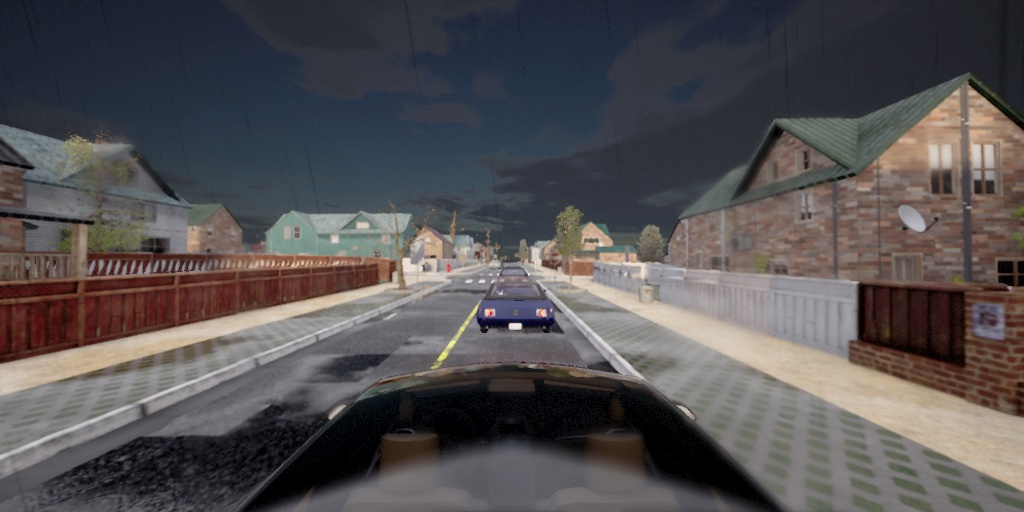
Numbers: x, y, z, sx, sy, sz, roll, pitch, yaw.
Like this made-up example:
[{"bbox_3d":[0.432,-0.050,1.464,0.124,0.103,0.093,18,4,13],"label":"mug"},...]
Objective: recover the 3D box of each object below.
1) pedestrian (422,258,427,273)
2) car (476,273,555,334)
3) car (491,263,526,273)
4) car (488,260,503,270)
[{"bbox_3d":[-9.624,0.871,39.178,0.375,1.860,0.375,0,-2,0],"label":"pedestrian"},{"bbox_3d":[0.093,1.368,10.626,1.895,1.301,4.718,0,0,0],"label":"car"},{"bbox_3d":[0.084,1.340,20.839,2.033,1.411,5.357,0,0,0],"label":"car"},{"bbox_3d":[-2.806,1.464,58.751,1.812,1.442,4.674,0,0,0],"label":"car"}]
